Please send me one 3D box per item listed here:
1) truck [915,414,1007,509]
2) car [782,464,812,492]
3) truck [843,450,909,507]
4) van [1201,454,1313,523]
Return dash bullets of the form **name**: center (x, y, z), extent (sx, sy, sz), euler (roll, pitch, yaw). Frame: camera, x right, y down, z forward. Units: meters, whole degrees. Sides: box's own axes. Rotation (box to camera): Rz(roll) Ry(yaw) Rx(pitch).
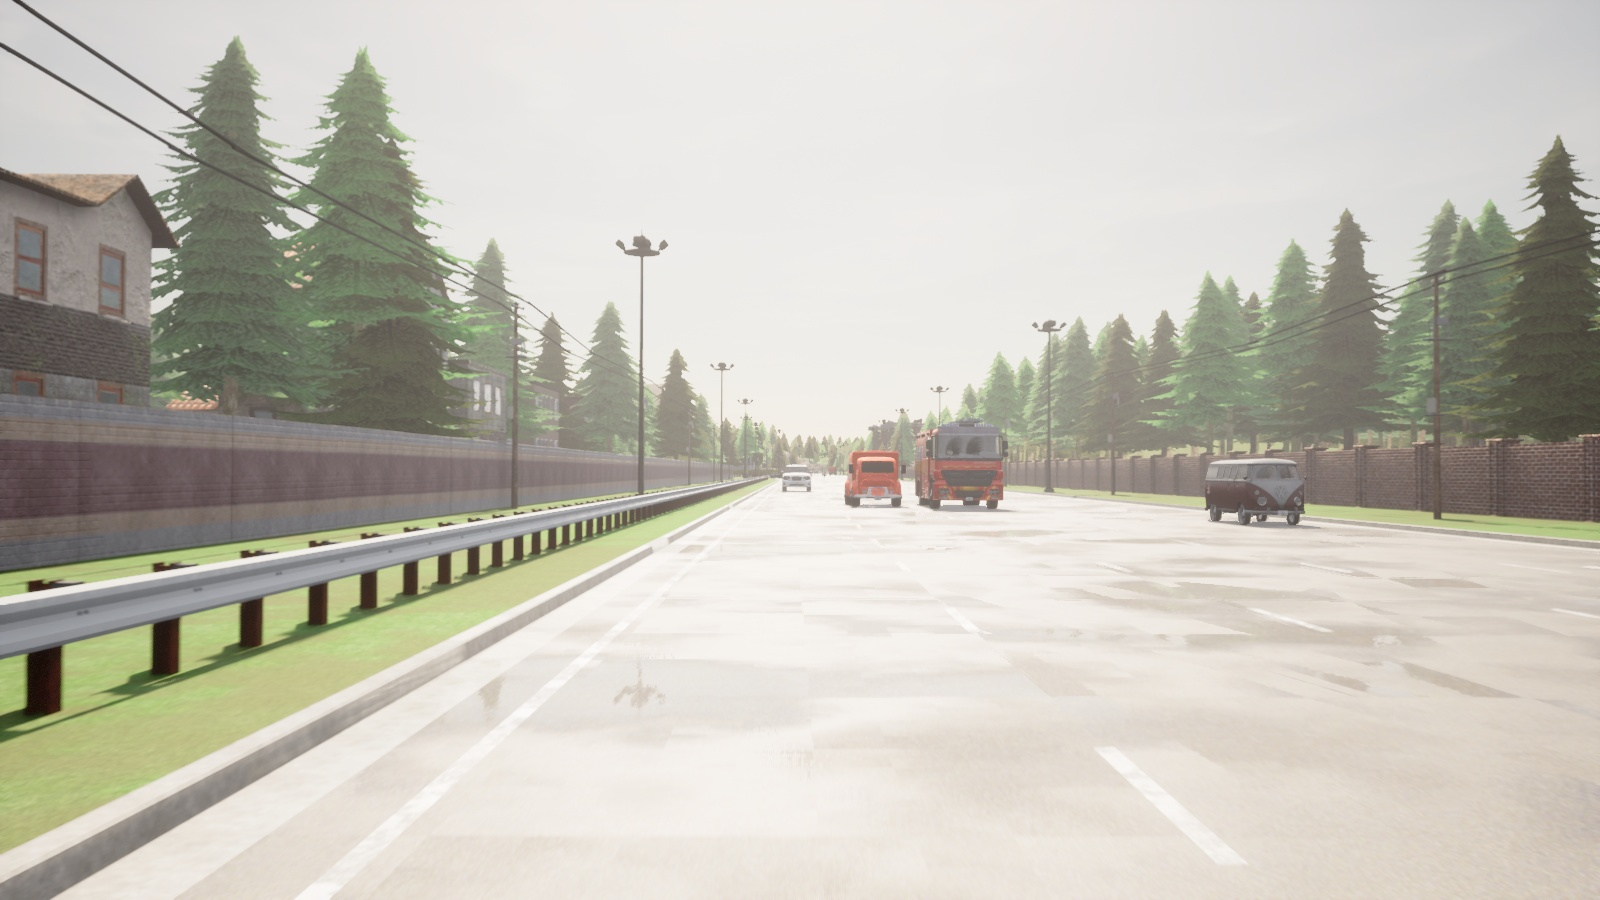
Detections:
- **truck**: center (6.864, 0.541, 54.869), extent (2.891, 3.827, 8.468), euler (0, -1, 0)
- **car**: center (-0.230, 2.129, 95.258), extent (2.150, 2.045, 5.566), euler (0, -1, 0)
- **truck**: center (3.362, 1.264, 56.718), extent (2.627, 2.467, 5.204), euler (0, -1, 0)
- **van**: center (13.907, 1.156, 38.483), extent (1.775, 1.987, 4.442), euler (0, -1, 0)
